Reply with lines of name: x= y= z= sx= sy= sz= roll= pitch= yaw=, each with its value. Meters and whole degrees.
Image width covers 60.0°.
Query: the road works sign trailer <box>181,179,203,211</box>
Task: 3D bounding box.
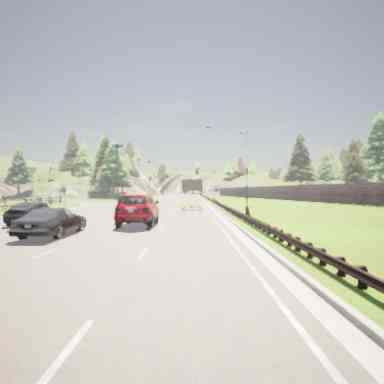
road works sign trailer: x=0.017 y=0.300 z=37.853 sx=2.380 sy=3.560 sz=2.880 roll=0 pitch=0 yaw=0

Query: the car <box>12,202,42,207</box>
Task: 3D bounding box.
car: x=-10.390 y=1.409 z=21.908 sx=1.837 sy=1.490 sz=4.892 roll=0 pitch=0 yaw=0

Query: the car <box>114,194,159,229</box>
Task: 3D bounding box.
car: x=-3.391 y=1.129 z=21.060 sx=2.150 sy=2.045 sz=5.566 roll=0 pitch=0 yaw=0

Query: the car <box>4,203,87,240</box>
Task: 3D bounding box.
car: x=-6.892 y=1.475 z=16.466 sx=2.033 sy=1.411 sz=5.357 roll=0 pitch=0 yaw=0
